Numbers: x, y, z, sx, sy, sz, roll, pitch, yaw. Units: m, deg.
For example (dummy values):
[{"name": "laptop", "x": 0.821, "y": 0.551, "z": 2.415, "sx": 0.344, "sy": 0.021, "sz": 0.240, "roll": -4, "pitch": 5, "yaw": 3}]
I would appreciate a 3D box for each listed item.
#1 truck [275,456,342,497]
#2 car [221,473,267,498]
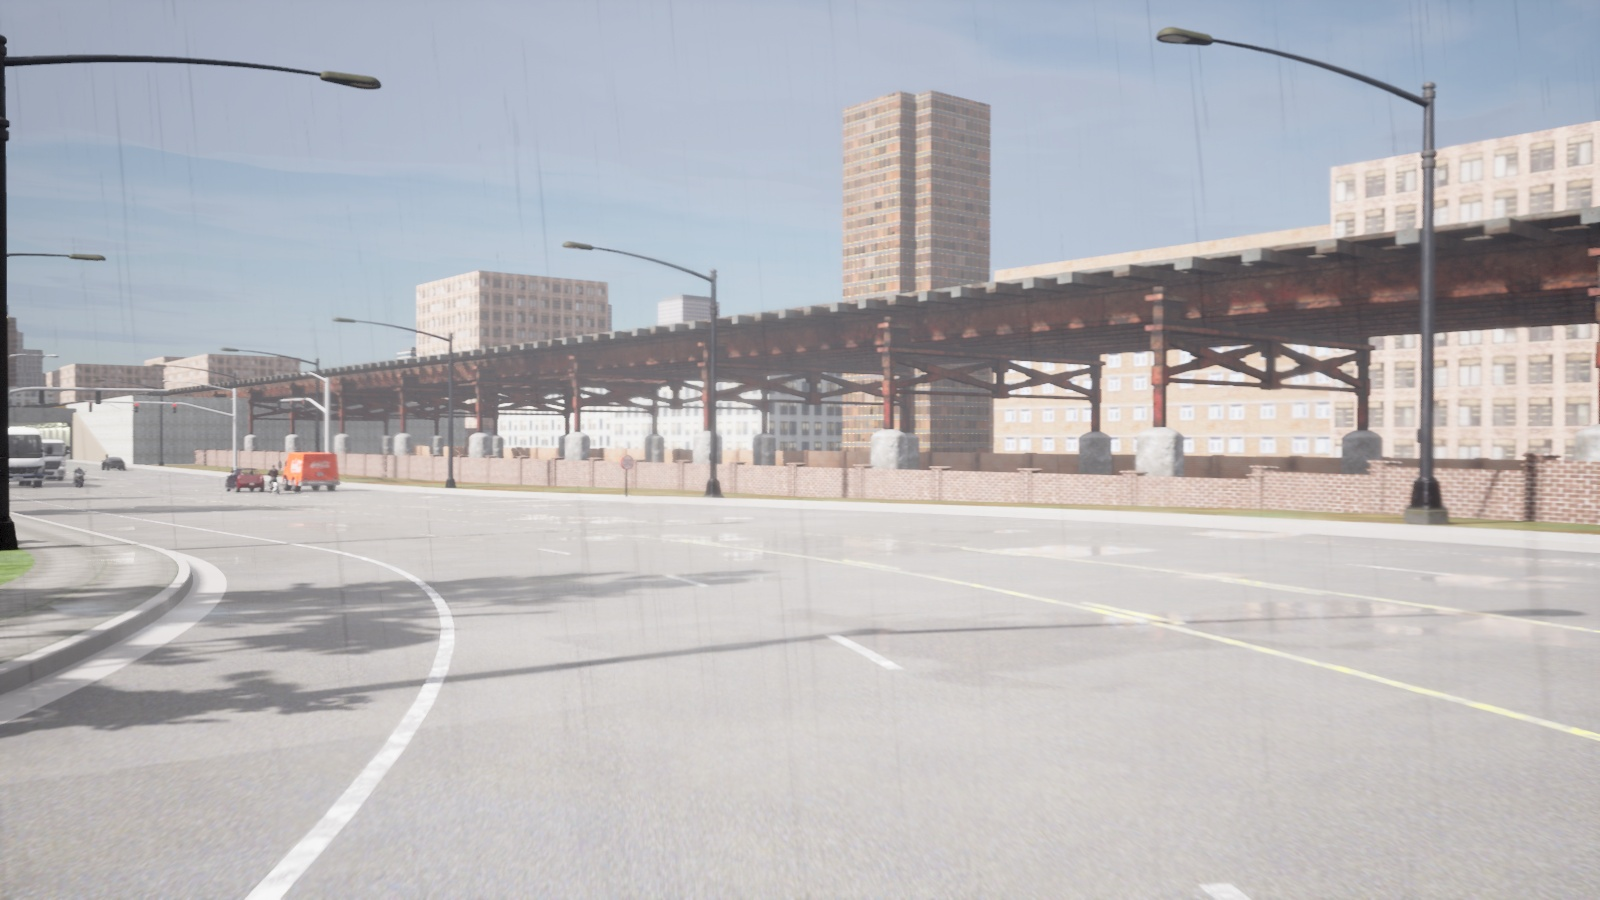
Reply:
[{"name": "truck", "x": -31.322, "y": 1.657, "z": 79.926, "sx": 2.627, "sy": 2.467, "sz": 5.204, "roll": -1, "pitch": 0, "yaw": -37}, {"name": "car", "x": -34.914, "y": 2.193, "z": 78.841, "sx": 1.845, "sy": 1.501, "sz": 3.633, "roll": -1, "pitch": 0, "yaw": -37}]
